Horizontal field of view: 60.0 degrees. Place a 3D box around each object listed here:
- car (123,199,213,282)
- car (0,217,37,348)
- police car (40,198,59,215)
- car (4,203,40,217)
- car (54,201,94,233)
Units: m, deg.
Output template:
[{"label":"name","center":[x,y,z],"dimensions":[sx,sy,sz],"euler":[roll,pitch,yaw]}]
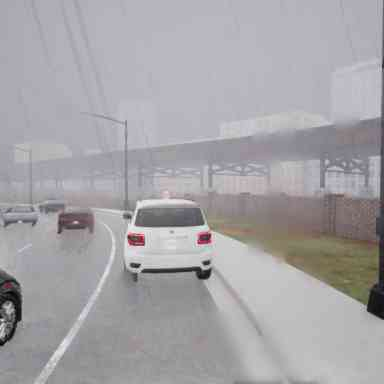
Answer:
[{"label":"car","center":[-0.867,1.218,10.004],"dimensions":[2.150,2.045,5.566],"euler":[0,0,-9]},{"label":"car","center":[-3.673,1.355,3.418],"dimensions":[2.097,1.767,4.553],"euler":[0,0,-2]},{"label":"police car","center":[-15.018,1.497,35.409],"dimensions":[1.930,1.638,5.238],"euler":[0,0,-35]},{"label":"car","center":[-12.187,1.660,23.861],"dimensions":[1.895,1.301,4.718],"euler":[0,0,-24]},{"label":"car","center":[-6.962,1.500,20.041],"dimensions":[1.882,1.535,5.008],"euler":[0,0,-18]}]
